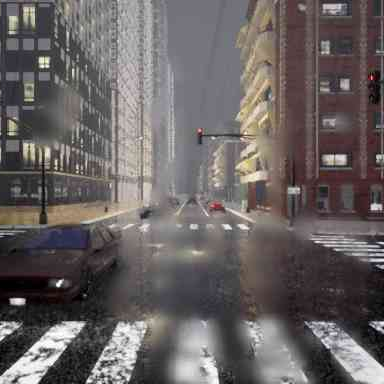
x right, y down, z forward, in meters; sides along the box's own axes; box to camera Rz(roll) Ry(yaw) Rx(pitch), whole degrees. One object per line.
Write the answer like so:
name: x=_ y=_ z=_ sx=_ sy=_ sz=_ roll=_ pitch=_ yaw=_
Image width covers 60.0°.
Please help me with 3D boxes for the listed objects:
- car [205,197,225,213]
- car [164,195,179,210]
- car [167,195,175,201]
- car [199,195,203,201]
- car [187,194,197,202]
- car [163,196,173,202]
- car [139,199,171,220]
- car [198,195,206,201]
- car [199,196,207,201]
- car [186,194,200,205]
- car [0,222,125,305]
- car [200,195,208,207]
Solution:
car: x=2.739 y=1.591 z=37.172 sx=1.802 sy=1.307 sz=4.206 roll=0 pitch=0 yaw=0
car: x=-3.087 y=1.519 z=43.507 sx=1.837 sy=1.490 sz=4.892 roll=0 pitch=-1 yaw=0
car: x=-5.698 y=1.595 z=89.629 sx=1.887 sy=1.381 sz=4.507 roll=0 pitch=0 yaw=0
car: x=2.687 y=1.571 z=55.738 sx=2.008 sy=1.369 sz=4.403 roll=0 pitch=0 yaw=0
car: x=-0.005 y=1.218 z=69.743 sx=2.097 sy=1.767 sz=4.553 roll=0 pitch=0 yaw=0
car: x=-5.696 y=1.589 z=78.331 sx=2.008 sy=1.369 sz=4.403 roll=0 pitch=0 yaw=0
car: x=-3.124 y=1.568 z=27.759 sx=1.994 sy=1.385 sz=4.181 roll=0 pitch=0 yaw=1
car: x=2.683 y=1.491 z=89.630 sx=1.967 sy=1.590 sz=4.097 roll=0 pitch=0 yaw=0
car: x=2.683 y=1.626 z=83.981 sx=1.802 sy=1.307 sz=4.206 roll=0 pitch=0 yaw=0
car: x=-0.004 y=1.549 z=59.771 sx=1.812 sy=1.442 sz=4.674 roll=0 pitch=0 yaw=0
car: x=-3.061 y=1.521 z=8.521 sx=2.033 sy=1.411 sz=5.357 roll=0 pitch=0 yaw=0
car: x=2.687 y=1.567 z=50.090 sx=2.008 sy=1.369 sz=4.403 roll=0 pitch=0 yaw=0
